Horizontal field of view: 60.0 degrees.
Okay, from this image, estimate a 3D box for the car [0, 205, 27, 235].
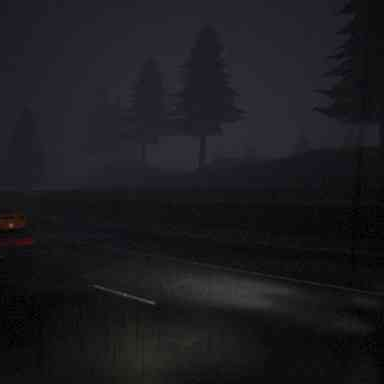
[{"bbox_3d":[-10.584,1.466,17.916,5.008,1.535,1.882,0,0,44],"label":"car"}]
